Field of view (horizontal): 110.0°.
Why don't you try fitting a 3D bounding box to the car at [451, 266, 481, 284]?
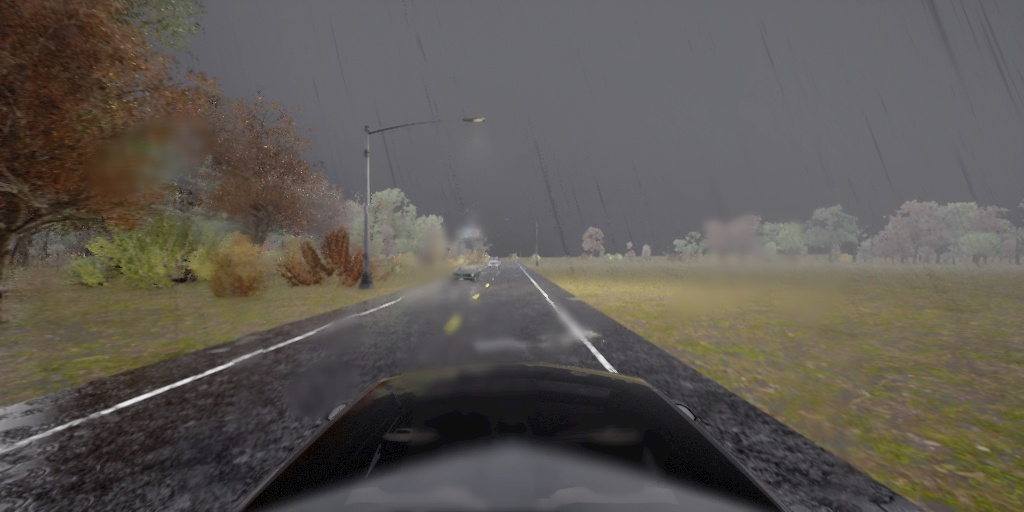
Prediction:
[{"bbox_3d":[-3.582,1.454,28.222,1.895,1.301,4.718,0,0,0],"label":"car"}]
